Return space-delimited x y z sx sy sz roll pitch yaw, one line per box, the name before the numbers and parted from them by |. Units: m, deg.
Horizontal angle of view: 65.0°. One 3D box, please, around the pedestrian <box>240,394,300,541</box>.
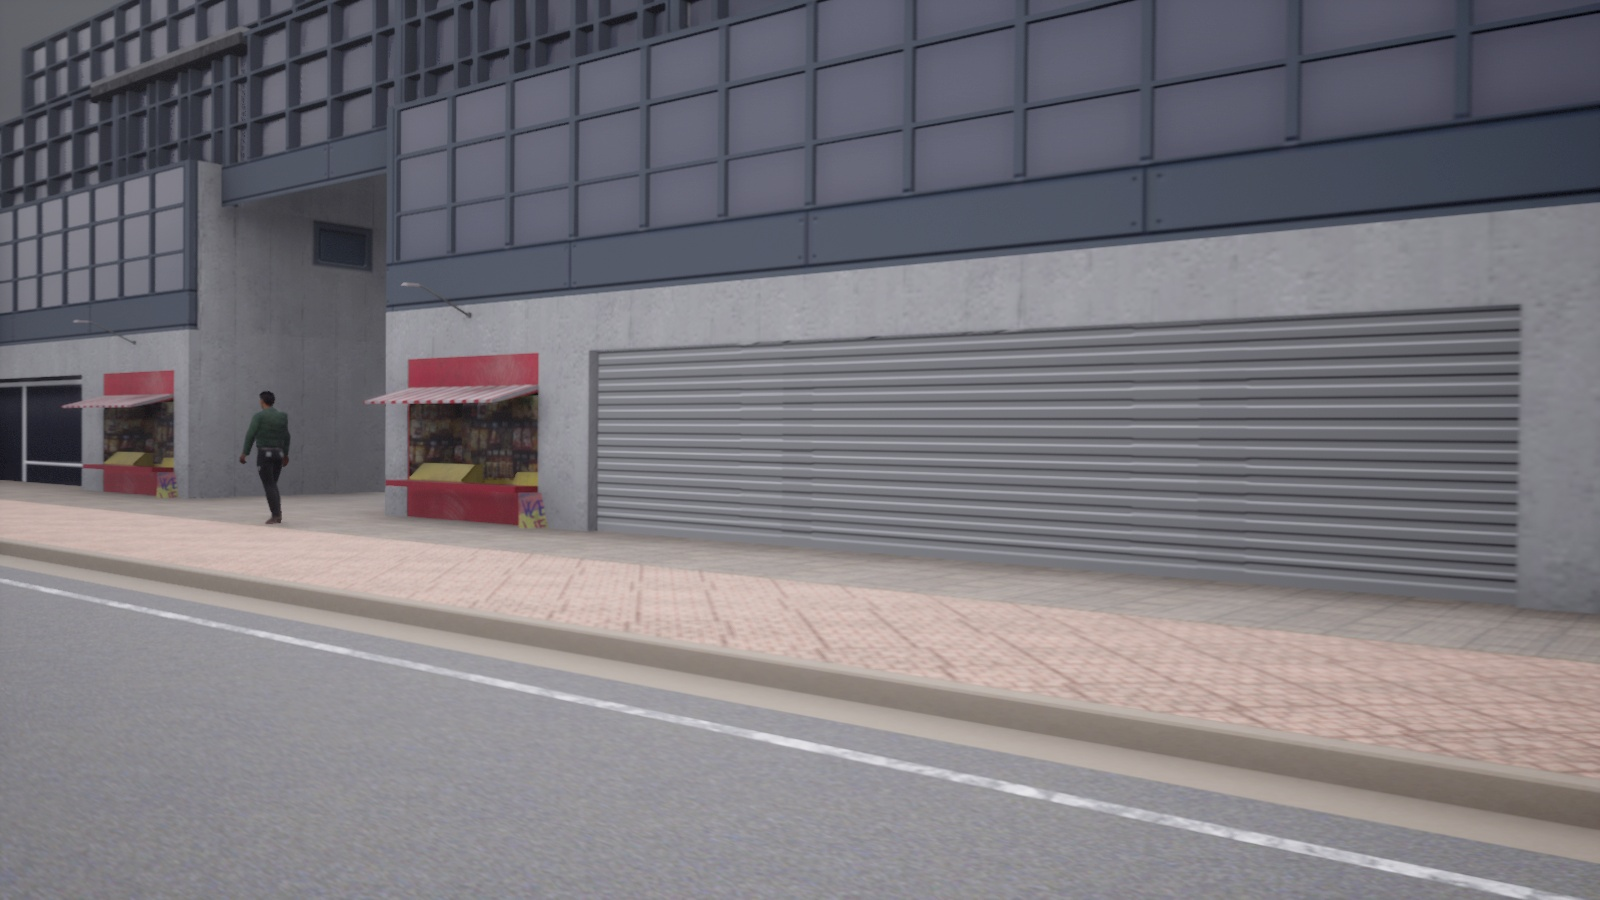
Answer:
pedestrian | -7.229 0.228 17.127 0.788 1.949 0.423 0 1 41
